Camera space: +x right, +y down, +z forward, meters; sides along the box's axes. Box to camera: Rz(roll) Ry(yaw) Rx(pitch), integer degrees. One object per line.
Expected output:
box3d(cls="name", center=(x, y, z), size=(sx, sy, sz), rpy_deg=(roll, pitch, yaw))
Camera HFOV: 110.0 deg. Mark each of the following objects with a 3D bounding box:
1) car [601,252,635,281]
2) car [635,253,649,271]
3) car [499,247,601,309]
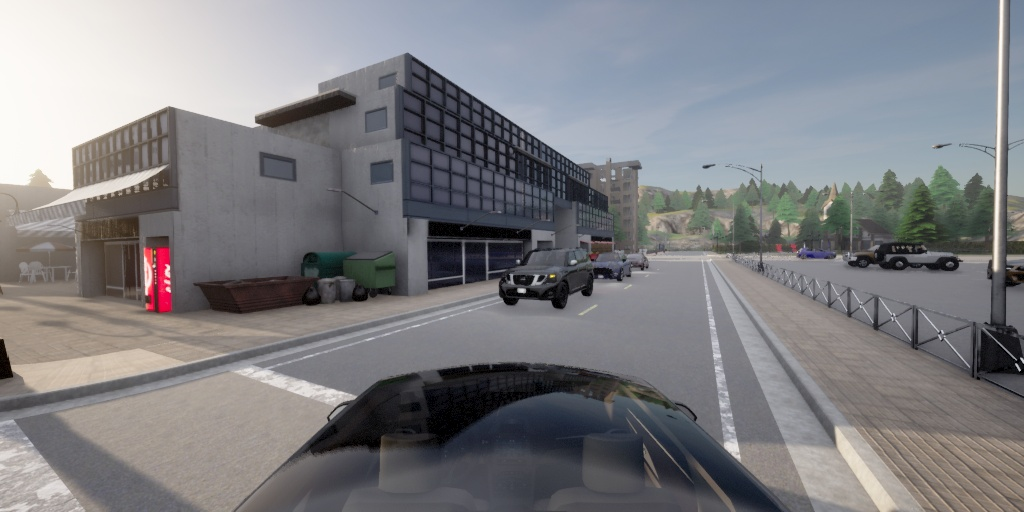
box3d(cls="car", center=(6.161, 0.555, 22.656), size=(2.097, 1.767, 4.553), rpy_deg=(0, 2, 28))
box3d(cls="car", center=(10.922, 0.454, 31.713), size=(1.812, 1.442, 4.674), rpy_deg=(0, 2, 28))
box3d(cls="car", center=(1.589, 0.690, 13.947), size=(2.150, 2.045, 5.566), rpy_deg=(0, 1, 28))
